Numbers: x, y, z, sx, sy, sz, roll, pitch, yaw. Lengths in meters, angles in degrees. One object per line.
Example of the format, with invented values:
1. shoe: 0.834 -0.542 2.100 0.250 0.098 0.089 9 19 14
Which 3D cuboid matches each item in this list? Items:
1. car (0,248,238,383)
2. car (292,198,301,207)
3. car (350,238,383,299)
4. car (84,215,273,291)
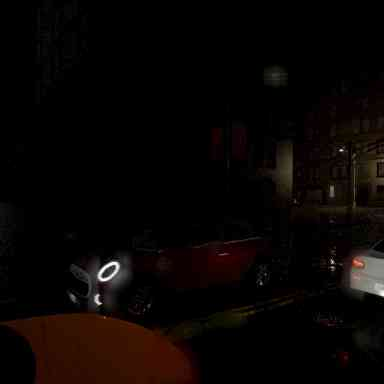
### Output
1. car: -2.264 1.477 1.828 5.008 1.535 1.882 0 0 -35
2. car: 14.149 1.540 49.573 1.994 1.385 4.181 1 0 -36
3. car: 5.238 1.529 7.173 4.674 1.442 1.812 0 0 -35
4. car: -0.344 1.352 7.403 4.553 1.767 2.097 0 0 -35
